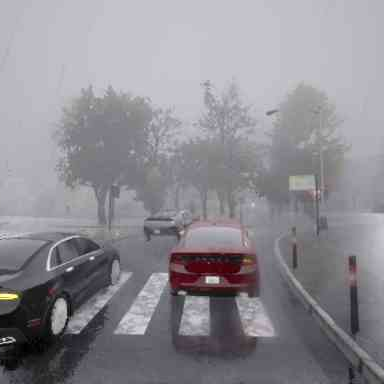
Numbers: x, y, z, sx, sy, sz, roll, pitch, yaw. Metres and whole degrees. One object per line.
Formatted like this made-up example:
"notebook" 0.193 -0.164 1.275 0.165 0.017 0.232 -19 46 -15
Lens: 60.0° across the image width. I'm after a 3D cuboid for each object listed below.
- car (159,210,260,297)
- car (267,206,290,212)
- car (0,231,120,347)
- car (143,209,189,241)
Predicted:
"car" 0.632 1.472 8.626 1.882 1.535 5.008 -1 0 6
"car" 18.936 3.903 72.846 4.892 1.490 1.837 -3 -5 37
"car" -2.836 1.522 6.514 1.837 1.490 4.892 0 0 4
"car" -0.802 1.630 17.119 2.128 1.511 4.902 -1 -2 18
